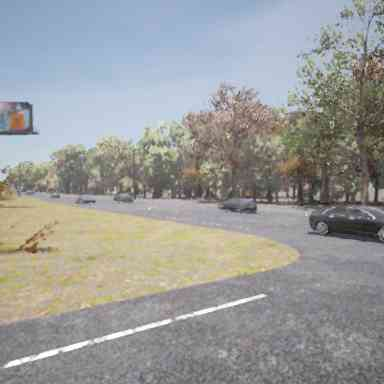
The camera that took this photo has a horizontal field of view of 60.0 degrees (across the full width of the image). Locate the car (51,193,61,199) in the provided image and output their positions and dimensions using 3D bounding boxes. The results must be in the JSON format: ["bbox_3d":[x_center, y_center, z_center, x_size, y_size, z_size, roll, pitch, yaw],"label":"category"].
[{"bbox_3d":[-31.734,0.934,77.398,1.895,1.301,4.718,0,1,-26],"label":"car"}]

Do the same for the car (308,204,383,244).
[{"bbox_3d":[7.726,1.361,15.212,1.837,1.490,4.892,-1,1,-35],"label":"car"}]

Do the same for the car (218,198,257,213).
[{"bbox_3d":[4.401,1.251,32.540,1.994,1.385,4.181,-1,1,-34],"label":"car"}]

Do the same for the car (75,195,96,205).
[{"bbox_3d":[-16.119,1.118,50.187,2.033,1.411,5.357,-1,1,-35],"label":"car"}]

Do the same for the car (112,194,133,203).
[{"bbox_3d":[-11.785,1.046,56.519,2.033,1.411,5.357,-1,1,-34],"label":"car"}]
